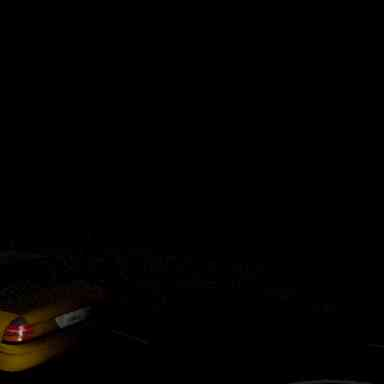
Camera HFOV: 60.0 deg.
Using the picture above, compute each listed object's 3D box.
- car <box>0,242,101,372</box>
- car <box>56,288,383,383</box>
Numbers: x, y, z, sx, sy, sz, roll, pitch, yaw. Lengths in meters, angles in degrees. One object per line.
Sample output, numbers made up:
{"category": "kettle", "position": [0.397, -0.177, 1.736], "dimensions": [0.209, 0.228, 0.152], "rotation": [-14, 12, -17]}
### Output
{"category": "car", "position": [-3.351, 1.520, 5.472], "dimensions": [4.829, 1.417, 1.752], "rotation": [0, 1, 35]}
{"category": "car", "position": [1.339, 1.551, 2.136], "dimensions": [4.403, 1.369, 2.008], "rotation": [0, 1, 35]}
